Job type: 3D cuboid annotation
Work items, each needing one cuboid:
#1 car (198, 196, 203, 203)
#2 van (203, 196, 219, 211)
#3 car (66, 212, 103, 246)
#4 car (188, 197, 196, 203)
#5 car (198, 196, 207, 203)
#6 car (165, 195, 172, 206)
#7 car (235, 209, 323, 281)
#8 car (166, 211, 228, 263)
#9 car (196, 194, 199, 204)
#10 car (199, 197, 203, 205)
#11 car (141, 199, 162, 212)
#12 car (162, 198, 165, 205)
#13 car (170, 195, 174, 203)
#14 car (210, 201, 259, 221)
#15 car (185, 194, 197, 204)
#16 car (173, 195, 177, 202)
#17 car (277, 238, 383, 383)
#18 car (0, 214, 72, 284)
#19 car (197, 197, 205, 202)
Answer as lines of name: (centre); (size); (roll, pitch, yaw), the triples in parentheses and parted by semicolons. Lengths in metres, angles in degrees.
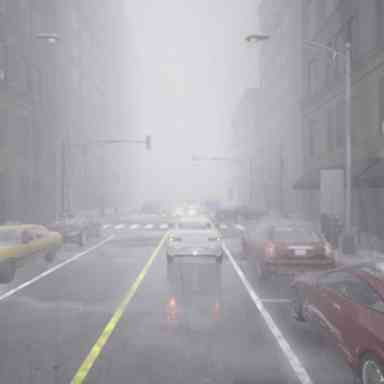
car: (2.569, 1.943, 65.335); (1.802, 1.307, 4.206); (0, 0, 0)
van: (2.593, 1.580, 42.611); (1.690, 1.788, 3.998); (0, 0, 0)
car: (-5.403, 1.639, 15.512); (2.008, 1.369, 4.403); (0, 0, 0)
car: (-0.087, 1.984, 82.768); (1.895, 1.301, 4.718); (0, 0, 0)
car: (2.551, 1.885, 82.379); (1.967, 1.590, 4.097); (0, 0, 0)
car: (-5.456, 1.886, 65.150); (1.752, 1.417, 4.829); (0, 0, 0)
car: (2.628, 1.497, 10.011); (1.967, 1.590, 4.097); (0, 0, 0)
car: (0.086, 1.596, 12.167); (1.812, 1.442, 4.674); (0, -1, 0)
car: (2.564, 1.704, 71.017); (2.192, 1.841, 5.009); (0, 0, 0)
car: (2.581, 1.884, 53.972); (1.802, 1.307, 4.206); (0, 0, 0)
car: (-5.432, 1.789, 42.593); (2.008, 1.369, 4.403); (0, 0, 0)
car: (-5.438, 1.815, 48.274); (1.887, 1.381, 4.507); (0, 0, 0)
car: (-5.462, 1.955, 71.002); (1.947, 1.339, 4.313); (0, 0, 0)
car: (4.040, 1.648, 26.220); (5.008, 1.535, 1.882); (1, -2, -42)
car: (-0.076, 1.748, 72.707); (2.097, 1.767, 4.553); (0, 0, 0)
car: (-5.474, 2.010, 82.365); (1.947, 1.339, 4.313); (0, 0, 0)
car: (2.634, 1.608, 4.491); (1.802, 1.307, 4.206); (0, 0, 0)
car: (-5.397, 1.582, 9.823); (1.752, 1.417, 4.829); (0, 0, 0)
car: (2.539, 2.050, 93.741); (2.008, 1.369, 4.403); (0, 0, 0)
